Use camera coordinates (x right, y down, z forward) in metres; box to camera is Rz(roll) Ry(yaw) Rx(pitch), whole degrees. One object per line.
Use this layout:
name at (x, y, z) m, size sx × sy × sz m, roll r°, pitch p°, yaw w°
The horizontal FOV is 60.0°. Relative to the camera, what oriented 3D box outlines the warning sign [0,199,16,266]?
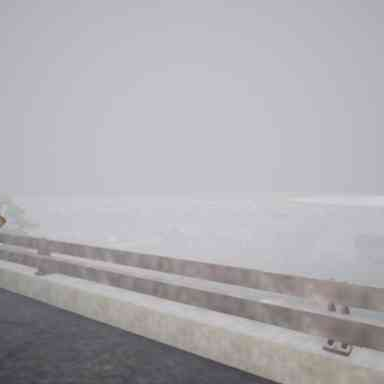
warning sign at (-5.889, 1.131, 9.370) m, size 1.060 × 1.860 × 1.300 m, roll 1°, pitch 0°, yaw 36°
